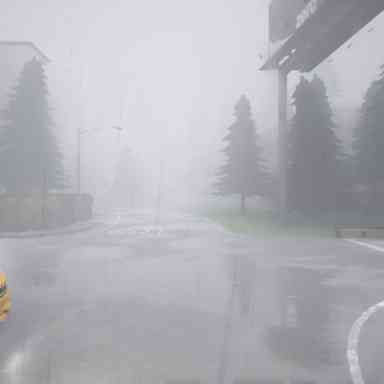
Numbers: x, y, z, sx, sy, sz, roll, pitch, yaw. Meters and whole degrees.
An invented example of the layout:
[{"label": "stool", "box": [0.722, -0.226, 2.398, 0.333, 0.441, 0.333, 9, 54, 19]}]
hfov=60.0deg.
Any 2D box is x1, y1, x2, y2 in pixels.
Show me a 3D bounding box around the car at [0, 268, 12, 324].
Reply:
[{"label": "car", "box": [-5.145, 1.463, 6.000, 5.008, 1.535, 1.882, 0, -1, 37]}]
